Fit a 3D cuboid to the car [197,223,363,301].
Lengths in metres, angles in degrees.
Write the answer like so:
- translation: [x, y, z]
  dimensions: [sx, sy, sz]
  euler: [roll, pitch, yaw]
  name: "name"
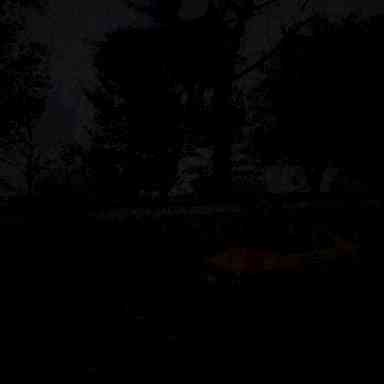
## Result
- translation: [2.371, 1.491, 8.253]
  dimensions: [4.829, 1.417, 1.752]
  euler: [0, 0, -36]
  name: "car"
